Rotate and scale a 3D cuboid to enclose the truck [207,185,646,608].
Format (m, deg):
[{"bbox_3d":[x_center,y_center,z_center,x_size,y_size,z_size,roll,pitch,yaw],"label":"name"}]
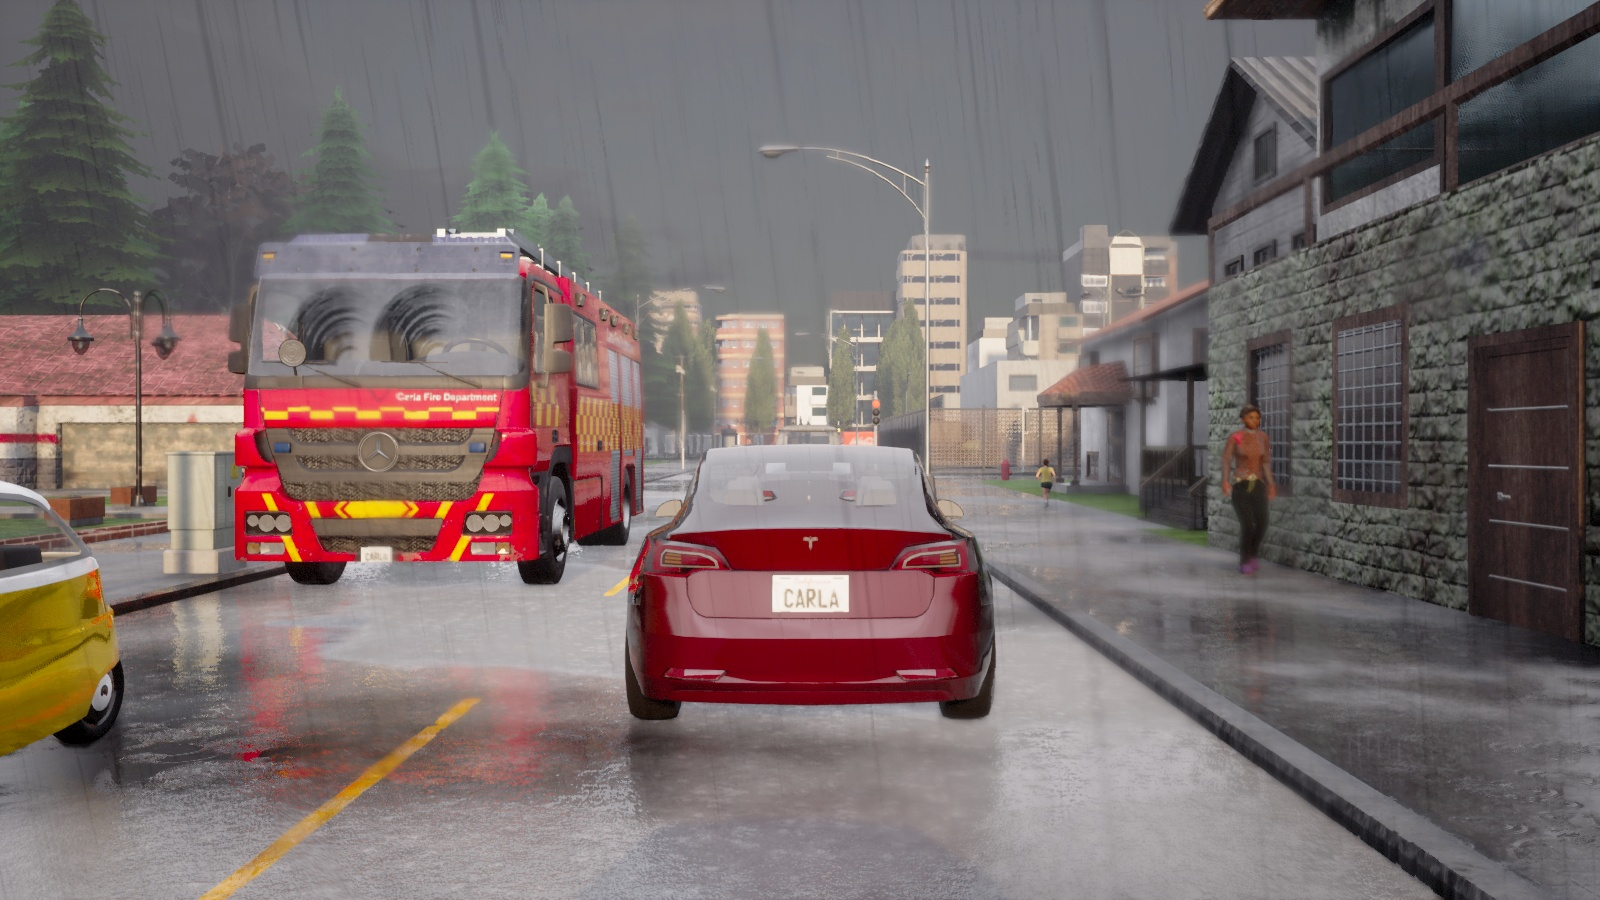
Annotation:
[{"bbox_3d":[-3.897,-0.509,15.604,2.891,3.827,8.468,0,0,0],"label":"truck"}]

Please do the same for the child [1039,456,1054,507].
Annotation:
[{"bbox_3d":[5.389,0.685,27.473,0.255,1.110,0.394,0,0,-1],"label":"child"}]

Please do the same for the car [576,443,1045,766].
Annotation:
[{"bbox_3d":[0.061,0.700,8.198,2.163,1.488,4.792,0,0,0],"label":"car"}]

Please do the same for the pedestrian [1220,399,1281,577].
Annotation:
[{"bbox_3d":[4.720,0.385,13.186,0.328,1.805,0.869,0,0,0],"label":"pedestrian"}]

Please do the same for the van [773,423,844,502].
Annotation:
[{"bbox_3d":[0.212,0.308,33.971,1.775,1.987,4.442,0,0,0],"label":"van"}]

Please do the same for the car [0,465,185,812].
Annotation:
[{"bbox_3d":[-3.954,0.767,5.450,1.481,1.376,2.207,0,0,0],"label":"car"}]
